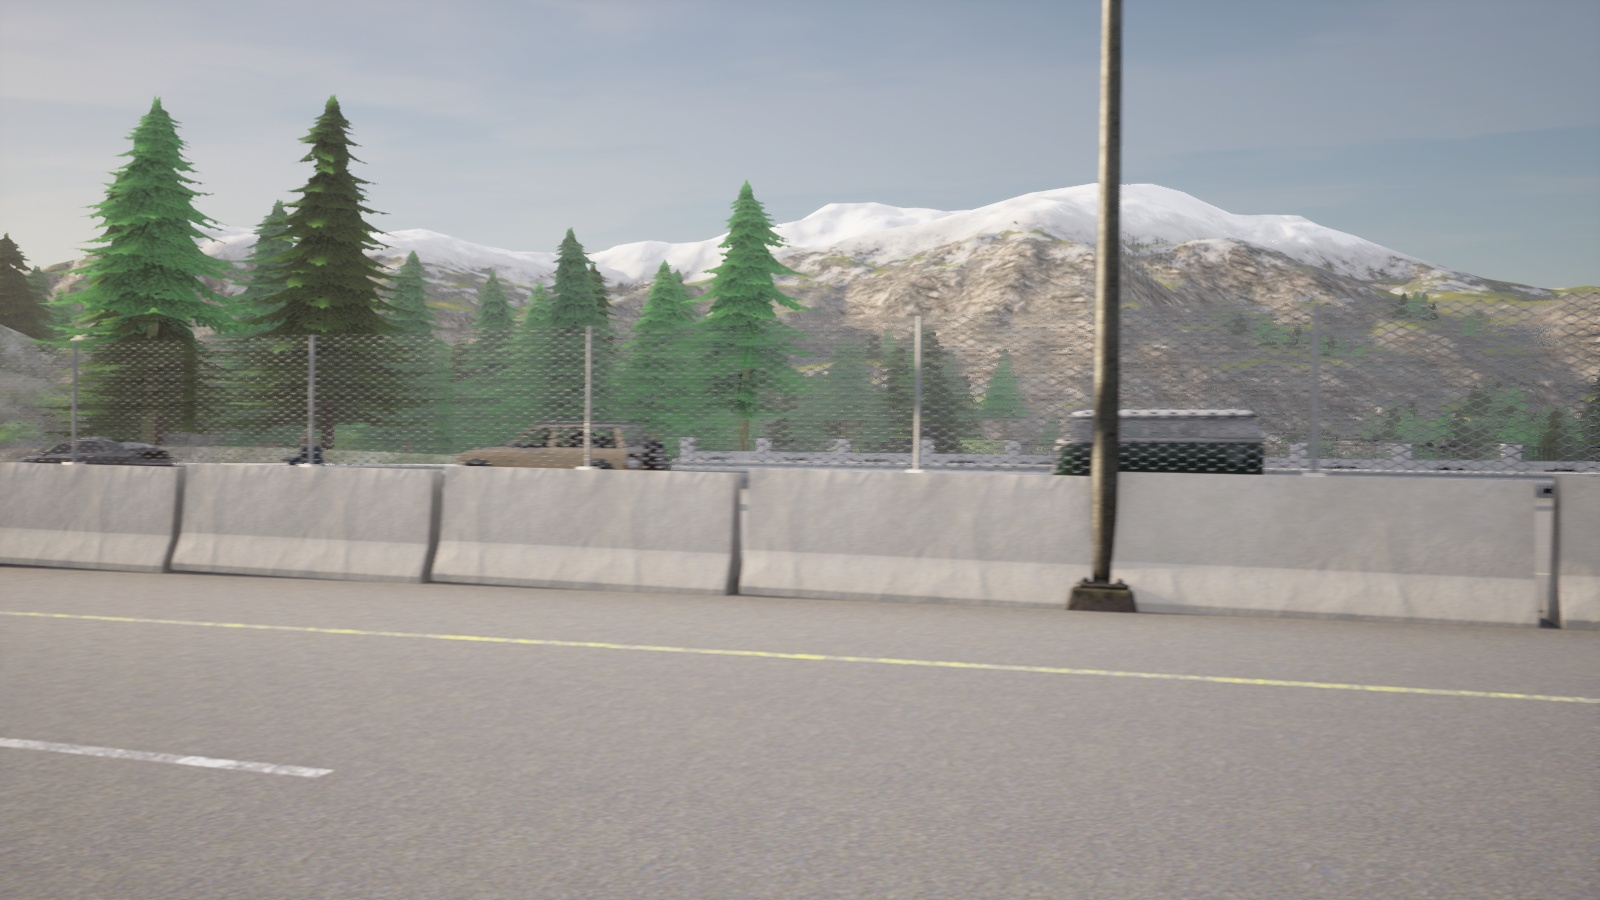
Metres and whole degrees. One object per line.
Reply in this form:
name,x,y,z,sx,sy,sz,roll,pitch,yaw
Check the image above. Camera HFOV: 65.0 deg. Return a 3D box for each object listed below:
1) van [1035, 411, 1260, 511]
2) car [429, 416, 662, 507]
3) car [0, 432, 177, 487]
van,7.343,0.183,26.566,4.442,1.987,1.775,0,1,19
car,-5.491,0.214,27.184,4.605,1.855,1.932,0,1,18
car,-20.475,0.241,35.930,4.892,1.490,1.837,0,1,19
